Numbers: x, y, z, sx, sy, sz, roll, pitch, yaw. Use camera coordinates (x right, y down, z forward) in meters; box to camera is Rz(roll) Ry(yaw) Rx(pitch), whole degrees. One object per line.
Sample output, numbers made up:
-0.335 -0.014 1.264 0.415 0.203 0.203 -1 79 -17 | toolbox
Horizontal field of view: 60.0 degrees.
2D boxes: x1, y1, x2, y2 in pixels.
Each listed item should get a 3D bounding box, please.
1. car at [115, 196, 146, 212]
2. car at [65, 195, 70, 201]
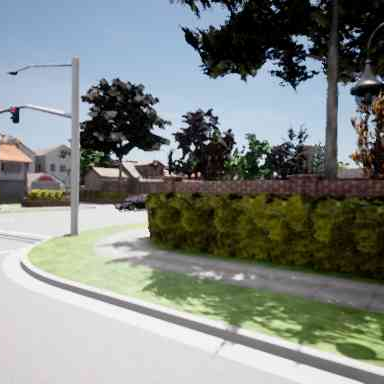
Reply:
-5.675 1.161 33.882 2.128 1.511 4.902 1 1 35 | car
-18.344 0.608 45.057 3.806 1.475 1.970 1 1 36 | car
